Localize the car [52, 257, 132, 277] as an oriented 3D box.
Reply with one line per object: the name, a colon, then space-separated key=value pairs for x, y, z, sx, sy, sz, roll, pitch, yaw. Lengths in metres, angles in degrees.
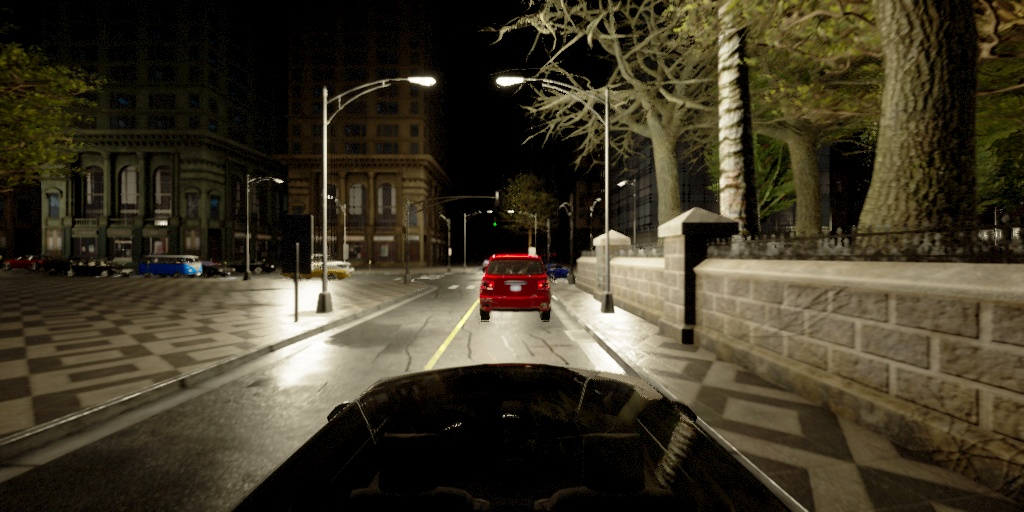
car: x=-31.979 y=0.987 z=27.797 sx=4.403 sy=1.370 sz=2.007 roll=0 pitch=0 yaw=0

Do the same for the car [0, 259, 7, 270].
car: x=-43.049 y=0.806 z=27.857 sx=4.829 sy=1.417 sz=1.751 roll=0 pitch=0 yaw=0

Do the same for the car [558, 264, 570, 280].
car: x=3.148 y=1.295 z=28.812 sx=1.812 sy=1.442 sz=4.674 roll=-1 pitch=-1 yaw=38

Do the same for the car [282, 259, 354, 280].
car: x=-14.950 y=1.154 z=27.703 sx=4.829 sy=1.417 sz=1.751 roll=0 pitch=0 yaw=0

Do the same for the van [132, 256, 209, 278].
van: x=-26.361 y=0.848 z=27.766 sx=3.998 sy=1.789 sz=1.690 roll=0 pitch=0 yaw=0

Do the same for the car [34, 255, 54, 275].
car: x=-36.621 y=0.866 z=30.500 sx=4.902 sy=1.511 sz=2.128 roll=1 pitch=0 yaw=0

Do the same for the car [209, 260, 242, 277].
car: x=-26.615 y=1.051 z=30.434 sx=5.357 sy=1.411 sz=2.033 roll=1 pitch=0 yaw=1

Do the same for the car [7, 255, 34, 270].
car: x=-48.796 y=0.640 z=36.415 sx=4.097 sy=1.591 sz=1.967 roll=0 pitch=0 yaw=0

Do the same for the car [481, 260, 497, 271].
car: x=-3.135 y=1.234 z=48.386 sx=2.033 sy=1.411 sz=5.357 roll=0 pitch=0 yaw=-4

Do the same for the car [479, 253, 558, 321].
car: x=0.100 y=0.975 z=12.588 sx=2.150 sy=2.045 sz=5.566 roll=0 pitch=0 yaw=0

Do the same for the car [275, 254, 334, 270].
car: x=-16.381 y=0.838 z=30.376 sx=5.566 sy=2.045 sz=2.150 roll=1 pitch=0 yaw=1

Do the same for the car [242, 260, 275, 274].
car: x=-26.323 y=1.075 z=36.292 sx=4.313 sy=1.339 sz=1.948 roll=0 pitch=0 yaw=0

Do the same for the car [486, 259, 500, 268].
car: x=-3.080 y=1.171 z=58.420 sx=2.033 sy=1.411 sz=5.357 roll=0 pitch=0 yaw=0
